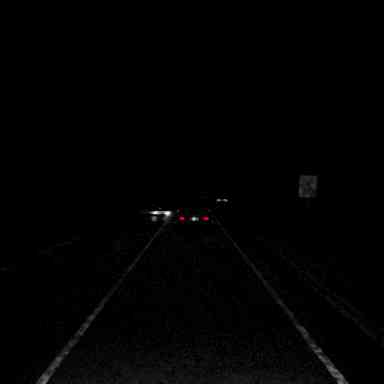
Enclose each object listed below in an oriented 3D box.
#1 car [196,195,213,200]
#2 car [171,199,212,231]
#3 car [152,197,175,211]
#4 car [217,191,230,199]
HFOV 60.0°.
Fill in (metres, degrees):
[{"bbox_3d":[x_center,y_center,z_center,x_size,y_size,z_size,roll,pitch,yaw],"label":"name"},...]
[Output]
[{"bbox_3d":[1.426,1.132,40.408,1.882,1.535,5.008,1,0,7],"label":"car"},{"bbox_3d":[0.117,1.373,19.010,2.033,1.411,5.357,0,1,0],"label":"car"},{"bbox_3d":[-2.892,1.211,35.370,2.033,1.411,5.357,0,1,5],"label":"car"},{"bbox_3d":[7.215,0.605,75.556,2.097,1.767,4.553,2,1,22],"label":"car"}]
